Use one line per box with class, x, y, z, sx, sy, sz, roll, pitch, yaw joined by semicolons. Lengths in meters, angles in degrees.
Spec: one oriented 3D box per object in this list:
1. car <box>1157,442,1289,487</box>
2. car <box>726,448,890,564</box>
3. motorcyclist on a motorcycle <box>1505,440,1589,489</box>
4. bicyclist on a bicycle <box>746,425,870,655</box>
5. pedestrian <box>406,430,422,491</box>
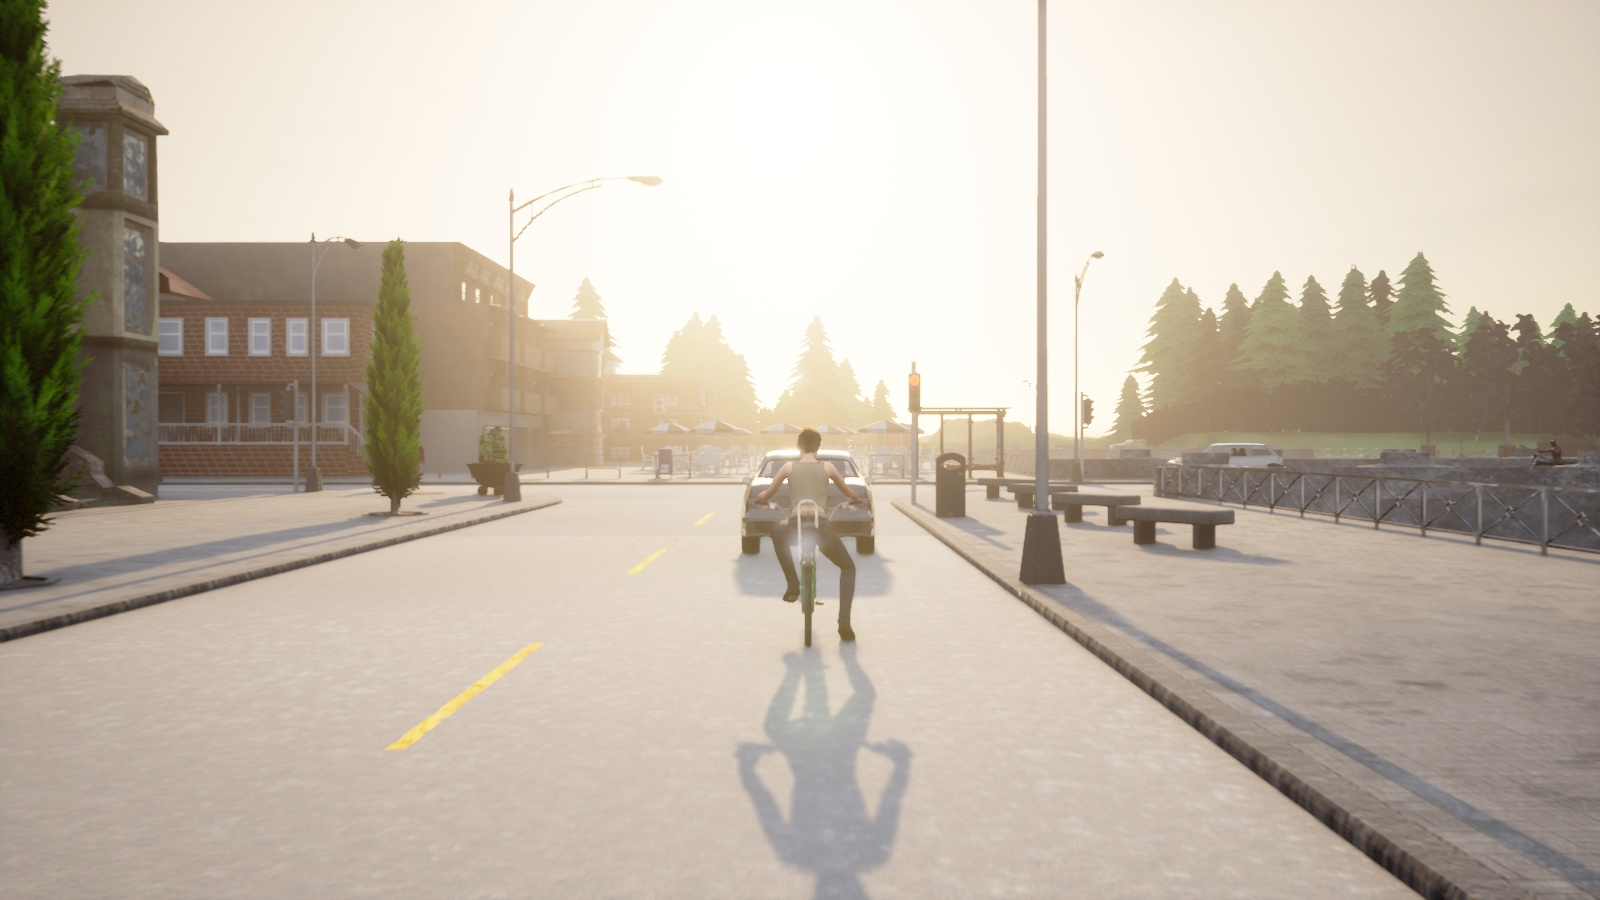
car;14.247;0.484;42.452;3.806;1.475;1.970;0;0;0
car;0.116;0.691;18.218;2.033;1.411;5.357;0;0;0
motorcyclist on a motorcycle;25.207;0.479;42.394;2.350;1.649;0.766;0;0;0
bicyclist on a bicycle;0.064;0.629;9.558;0.866;1.612;1.509;0;0;1
pedestrian;-11.876;0.319;38.658;0.431;1.840;0.703;0;0;-15
